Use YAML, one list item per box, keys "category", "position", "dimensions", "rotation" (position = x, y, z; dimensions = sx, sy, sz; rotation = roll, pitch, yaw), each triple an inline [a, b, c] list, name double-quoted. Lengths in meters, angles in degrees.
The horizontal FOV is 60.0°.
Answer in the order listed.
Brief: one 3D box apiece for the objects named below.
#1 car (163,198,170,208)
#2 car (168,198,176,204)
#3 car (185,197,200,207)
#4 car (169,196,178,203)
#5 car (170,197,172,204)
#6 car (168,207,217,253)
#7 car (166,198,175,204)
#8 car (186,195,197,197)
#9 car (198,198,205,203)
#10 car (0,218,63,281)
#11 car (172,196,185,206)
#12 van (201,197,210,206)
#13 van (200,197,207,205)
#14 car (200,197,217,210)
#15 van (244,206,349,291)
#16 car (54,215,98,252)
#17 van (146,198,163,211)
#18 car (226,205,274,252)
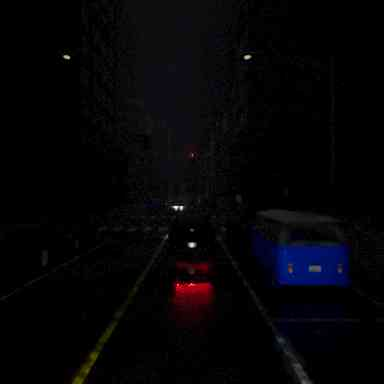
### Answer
- category: "car"
  position: [-5.376, 2.093, 57.271]
  dimensions: [1.947, 1.339, 4.313]
  rotation: [0, -1, 0]
- category: "car"
  position: [-5.350, 2.387, 89.707]
  dimensions: [1.947, 1.339, 4.313]
  rotation: [0, -1, 0]
- category: "car"
  position: [0.035, 2.153, 65.954]
  dimensions: [2.033, 1.411, 5.357]
  rotation: [0, 0, 0]
- category: "car"
  position: [-5.346, 2.185, 95.116]
  dimensions: [2.192, 1.841, 5.009]
  rotation: [0, -1, 0]
- category: "car"
  position: [-5.371, 2.121, 62.678]
  dimensions: [1.887, 1.381, 4.507]
  rotation: [0, -1, 0]
- category: "car"
  position: [0.021, 1.642, 14.308]
  dimensions: [1.837, 1.490, 4.892]
  rotation: [0, 0, 1]
- category: "car"
  position: [-5.354, 2.323, 84.302]
  dimensions: [2.008, 1.369, 4.403]
  rotation: [0, -1, 0]
- category: "car"
  position: [0.043, 2.106, 81.667]
  dimensions: [2.128, 1.511, 4.902]
  rotation: [0, -1, 0]
- category: "car"
  position: [2.714, 2.396, 95.281]
  dimensions: [1.752, 1.417, 4.829]
  rotation: [0, -1, 0]
- category: "car"
  position: [-5.384, 1.630, 8.987]
  dimensions: [1.887, 1.381, 4.507]
  rotation: [0, -1, 0]
- category: "car"
  position: [-2.718, 2.142, 68.166]
  dimensions: [2.128, 1.511, 4.902]
  rotation: [0, 0, 0]
- category: "van"
  position: [2.725, 1.966, 68.082]
  dimensions: [1.690, 1.788, 3.998]
  rotation: [0, -1, 0]
- category: "van"
  position: [2.721, 2.064, 78.895]
  dimensions: [1.690, 1.788, 3.998]
  rotation: [0, -1, 0]
- category: "car"
  position: [2.731, 1.793, 51.865]
  dimensions: [2.192, 1.841, 5.009]
  rotation: [0, -1, 0]
- category: "van"
  position: [2.641, 1.426, 8.984]
  dimensions: [1.690, 1.788, 3.998]
  rotation: [0, -1, 0]
- category: "car"
  position: [-5.381, 1.702, 14.497]
  dimensions: [1.947, 1.339, 4.313]
  rotation: [0, -1, 0]
- category: "van"
  position: [-5.384, 1.770, 46.461]
  dimensions: [1.690, 1.788, 3.998]
  rotation: [0, -1, 0]
- category: "car"
  position: [2.644, 1.451, 14.495]
  dimensions: [2.192, 1.841, 5.009]
  rotation: [0, -1, 0]
